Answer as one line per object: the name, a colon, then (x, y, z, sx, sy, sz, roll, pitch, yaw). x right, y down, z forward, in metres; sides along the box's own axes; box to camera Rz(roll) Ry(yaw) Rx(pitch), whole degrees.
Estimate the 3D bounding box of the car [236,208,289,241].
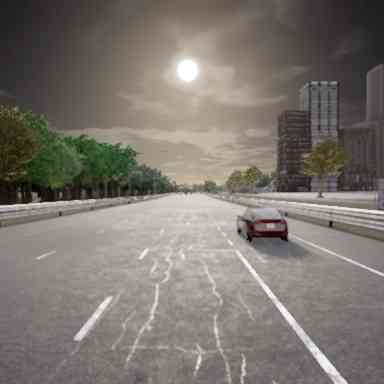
car: (3.475, 1.544, 17.040, 2.163, 1.488, 4.792, 0, 0, 0)
